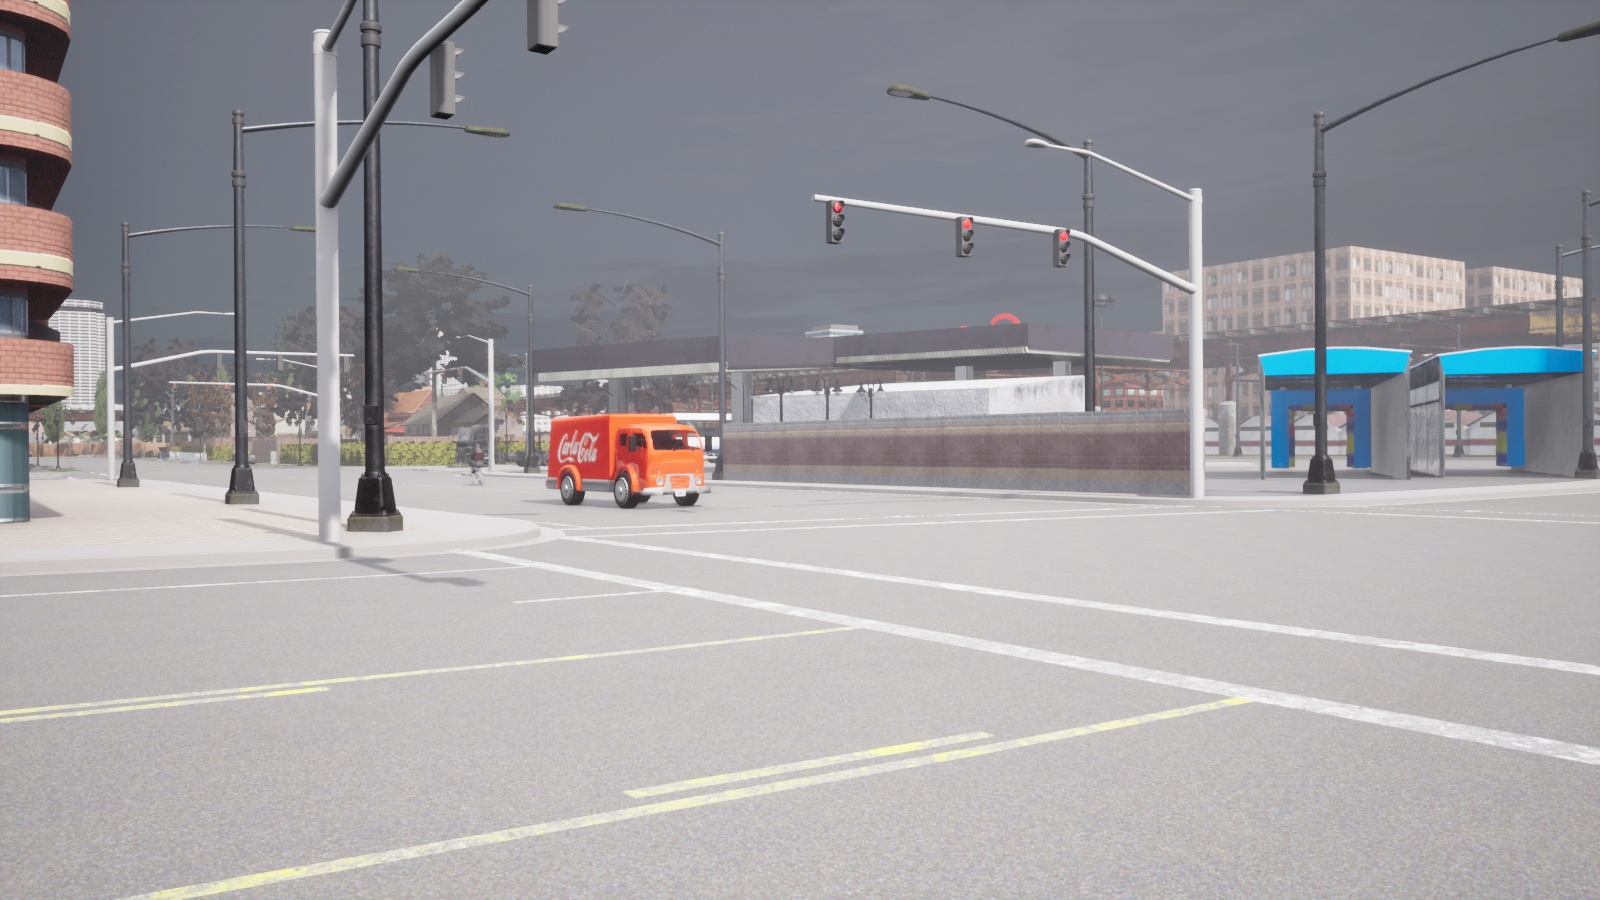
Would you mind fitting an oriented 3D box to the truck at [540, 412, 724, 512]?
[{"bbox_3d":[-4.643,0.289,34.030,2.627,2.467,5.204,-1,0,-38],"label":"truck"}]

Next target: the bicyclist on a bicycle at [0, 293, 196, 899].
[{"bbox_3d":[-2.096,0.622,2.120,1.843,1.776,0.659,-1,1,-36],"label":"bicyclist on a bicycle"}]
